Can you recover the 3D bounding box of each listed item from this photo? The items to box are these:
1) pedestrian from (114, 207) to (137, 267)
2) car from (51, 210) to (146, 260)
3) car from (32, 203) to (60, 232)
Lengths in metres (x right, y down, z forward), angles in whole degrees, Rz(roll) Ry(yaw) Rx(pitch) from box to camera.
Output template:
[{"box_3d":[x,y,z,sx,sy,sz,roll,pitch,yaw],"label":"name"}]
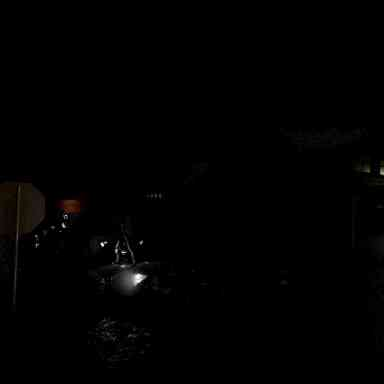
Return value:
[{"box_3d":[-2.020,1.329,10.056,0.375,1.860,0.375,2,-1,-34],"label":"pedestrian"},{"box_3d":[-3.731,1.620,13.077,2.033,1.411,5.357,3,-2,-35],"label":"car"},{"box_3d":[-9.352,1.486,21.143,2.097,1.767,4.553,3,-2,-35],"label":"car"}]
